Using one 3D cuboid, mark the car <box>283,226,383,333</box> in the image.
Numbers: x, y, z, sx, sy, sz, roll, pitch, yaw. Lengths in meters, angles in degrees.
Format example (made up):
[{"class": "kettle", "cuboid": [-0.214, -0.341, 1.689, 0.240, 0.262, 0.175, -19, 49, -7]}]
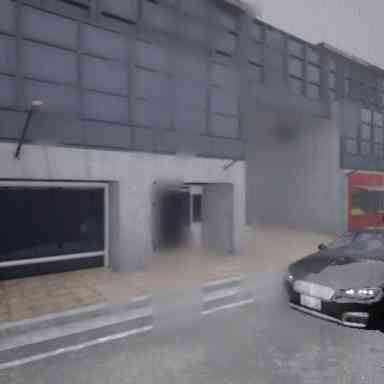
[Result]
[{"class": "car", "cuboid": [3.900, 1.490, 6.734, 4.902, 1.511, 2.128, 0, 0, -35]}]
